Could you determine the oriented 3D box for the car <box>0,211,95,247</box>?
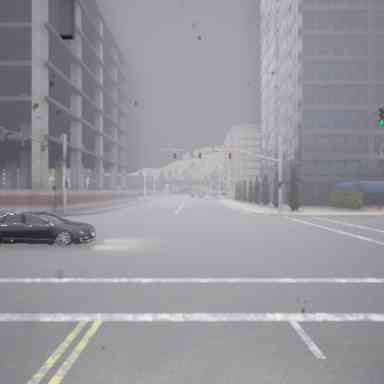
[{"bbox_3d":[-6.717,1.596,14.429,4.892,1.490,1.837,0,0,-1],"label":"car"}]
